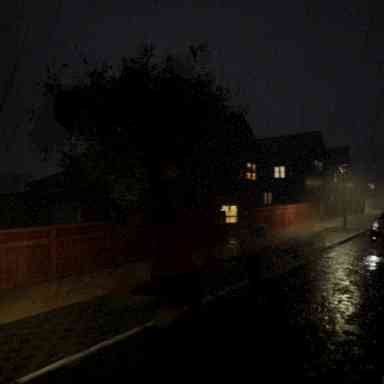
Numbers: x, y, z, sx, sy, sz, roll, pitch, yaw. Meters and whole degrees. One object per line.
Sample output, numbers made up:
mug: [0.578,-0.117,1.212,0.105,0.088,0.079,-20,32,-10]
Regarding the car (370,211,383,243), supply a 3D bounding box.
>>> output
car: [9.627,1.525,15.464,1.812,1.442,4.674,-2,-1,38]
